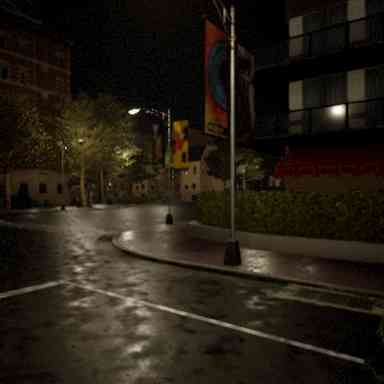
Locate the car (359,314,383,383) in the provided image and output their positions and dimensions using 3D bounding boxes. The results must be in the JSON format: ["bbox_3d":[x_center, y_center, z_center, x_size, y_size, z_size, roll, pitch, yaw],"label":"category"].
[{"bbox_3d":[3.759,1.227,1.312,5.566,2.045,2.150,0,0,35],"label":"car"}]
